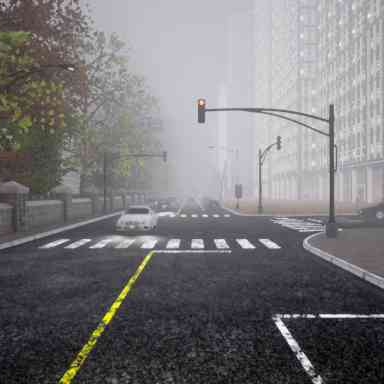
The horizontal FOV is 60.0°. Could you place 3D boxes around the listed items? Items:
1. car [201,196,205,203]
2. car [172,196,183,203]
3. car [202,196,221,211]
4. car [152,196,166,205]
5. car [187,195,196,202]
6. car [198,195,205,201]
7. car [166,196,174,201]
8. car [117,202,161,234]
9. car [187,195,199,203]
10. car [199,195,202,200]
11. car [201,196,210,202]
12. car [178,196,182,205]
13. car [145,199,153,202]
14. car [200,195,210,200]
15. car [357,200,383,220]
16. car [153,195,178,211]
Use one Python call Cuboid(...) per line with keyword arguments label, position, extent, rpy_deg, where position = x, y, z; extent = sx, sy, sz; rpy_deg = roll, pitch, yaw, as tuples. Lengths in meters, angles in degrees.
Cuboid(label="car", position=(2.650, 1.592, 47.156), extent=(1.947, 1.339, 4.313), rpy_deg=(0, 0, 0))
Cuboid(label="car", position=(-3.062, 1.531, 70.647), extent=(2.128, 1.511, 4.902), rpy_deg=(0, 0, 0))
Cuboid(label="car", position=(2.655, 1.587, 41.523), extent=(1.947, 1.339, 4.313), rpy_deg=(0, 0, 0))
Cuboid(label="car", position=(-5.740, 1.478, 58.414), extent=(1.967, 1.590, 4.097), rpy_deg=(0, 0, 0))
Cuboid(label="car", position=(-0.069, 1.482, 78.807), extent=(2.033, 1.411, 5.357), rpy_deg=(0, 0, 0))
Cuboid(label="car", position=(2.611, 1.642, 92.214), extent=(2.008, 1.369, 4.403), rpy_deg=(0, 0, 0))
Cuboid(label="car", position=(-5.765, 1.626, 86.575), extent=(1.887, 1.381, 4.507), rpy_deg=(0, 0, 0))
Cuboid(label="car", position=(-3.118, 1.531, 19.573), extent=(1.812, 1.442, 4.674), rpy_deg=(0, 0, 0))
Cuboid(label="car", position=(-0.061, 1.578, 69.224), extent=(1.812, 1.442, 4.674), rpy_deg=(0, 0, 0))
Cuboid(label="car", position=(3.052, 1.406, 69.806), extent=(2.097, 1.767, 4.553), rpy_deg=(0, 0, 0))
Cuboid(label="car", position=(3.082, 1.590, 76.836), extent=(1.812, 1.442, 4.674), rpy_deg=(0, 0, 0))
Cuboid(label="car", position=(-3.137, 1.540, 55.335), extent=(1.837, 1.490, 4.892), rpy_deg=(0, 0, 0))
Cuboid(label="car", position=(-5.730, 1.608, 47.149), extent=(1.802, 1.307, 4.206), rpy_deg=(0, 0, 0))
Cuboid(label="car", position=(2.645, 1.597, 52.789), extent=(1.947, 1.339, 4.313), rpy_deg=(0, 0, 0))
Cuboid(label="car", position=(14.933, 1.239, 24.747), extent=(4.892, 1.490, 1.837), rpy_deg=(-1, 0, 0))
Cuboid(label="car", position=(-3.135, 1.511, 40.389), extent=(2.128, 1.511, 4.902), rpy_deg=(0, 0, 0))
